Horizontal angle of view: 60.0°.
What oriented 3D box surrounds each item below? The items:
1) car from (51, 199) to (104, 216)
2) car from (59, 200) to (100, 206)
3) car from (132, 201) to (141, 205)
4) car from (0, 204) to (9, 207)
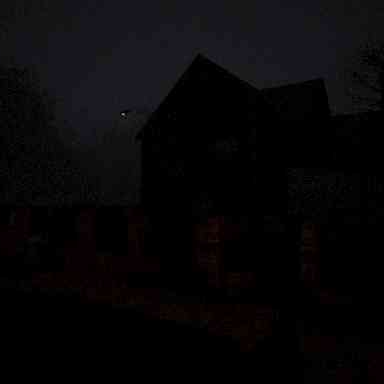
[{"bbox_3d":[-11.897,1.580,34.880,2.128,1.511,4.902,0,0,35],"label":"car"},{"bbox_3d":[-10.486,1.641,31.257,1.994,1.385,4.181,0,0,35],"label":"car"},{"bbox_3d":[-4.478,1.615,39.725,1.837,1.490,4.892,0,0,35],"label":"car"},{"bbox_3d":[-15.563,1.648,24.069,1.895,1.301,4.718,0,0,35],"label":"car"}]
